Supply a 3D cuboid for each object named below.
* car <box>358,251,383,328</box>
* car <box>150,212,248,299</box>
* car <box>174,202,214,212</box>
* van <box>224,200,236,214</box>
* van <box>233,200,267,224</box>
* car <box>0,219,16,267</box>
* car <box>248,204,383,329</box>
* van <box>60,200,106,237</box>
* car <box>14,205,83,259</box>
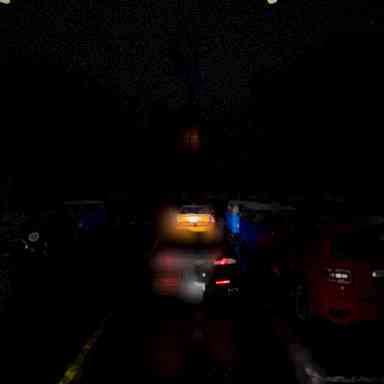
[{"bbox_3d":[2.760,1.441,1.456,1.967,1.590,4.097,0,0,0],"label":"car"},{"bbox_3d":[0.087,1.495,8.414,2.128,1.511,4.902,0,0,0],"label":"car"},{"bbox_3d":[0.105,1.359,17.464,2.097,1.767,4.553,0,0,1],"label":"car"},{"bbox_3d":[2.728,1.348,17.769,1.690,1.788,3.998,0,0,0],"label":"van"},{"bbox_3d":[2.738,1.346,12.332,1.690,1.788,3.998,0,0,0],"label":"van"},{"bbox_3d":[-5.776,1.528,6.708,1.752,1.417,4.829,0,0,0],"label":"car"},{"bbox_3d":[2.749,1.317,6.894,2.192,1.841,5.009,0,0,0],"label":"car"},{"bbox_3d":[-5.798,1.348,17.753,1.690,1.788,3.998,0,0,0],"label":"van"},{"bbox_3d":[-5.787,1.445,12.315,1.967,1.590,4.097,0,0,0],"label":"car"}]
